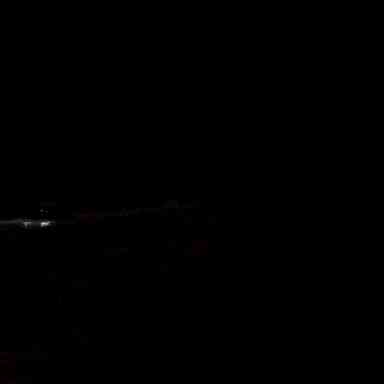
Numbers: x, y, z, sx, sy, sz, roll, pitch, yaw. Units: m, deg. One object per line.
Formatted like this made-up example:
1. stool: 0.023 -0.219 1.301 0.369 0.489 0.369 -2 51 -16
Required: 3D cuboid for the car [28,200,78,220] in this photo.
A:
1. car: -12.067 1.518 29.262 1.882 1.535 5.008 1 0 16
